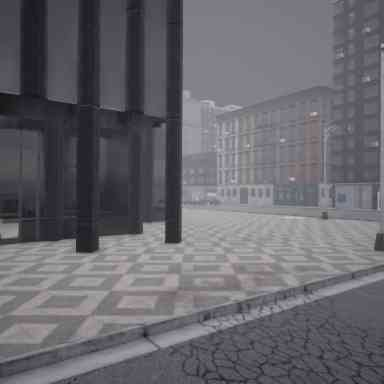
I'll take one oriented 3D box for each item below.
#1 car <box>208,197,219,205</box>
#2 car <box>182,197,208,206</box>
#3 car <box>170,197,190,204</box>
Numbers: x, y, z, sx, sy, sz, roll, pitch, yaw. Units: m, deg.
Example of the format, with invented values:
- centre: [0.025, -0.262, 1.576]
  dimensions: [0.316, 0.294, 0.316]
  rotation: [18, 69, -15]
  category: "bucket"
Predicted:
- centre: [2.816, 1.639, 60.464]
  dimensions: [1.837, 1.490, 4.892]
  rotation: [1, 0, -35]
  category: "car"
- centre: [0.258, 1.632, 58.506]
  dimensions: [1.812, 1.442, 4.674]
  rotation: [1, 0, -35]
  category: "car"
- centre: [-2.490, 1.712, 67.928]
  dimensions: [1.994, 1.385, 4.181]
  rotation: [1, 0, -35]
  category: "car"
